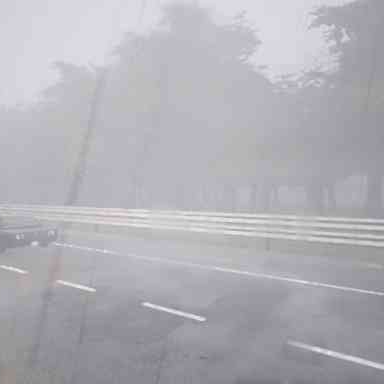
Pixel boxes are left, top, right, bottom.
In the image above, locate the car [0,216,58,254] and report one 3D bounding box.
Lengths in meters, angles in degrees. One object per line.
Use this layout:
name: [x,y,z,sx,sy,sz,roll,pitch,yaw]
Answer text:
car: [-7.628,1.629,13.619,4.718,1.301,1.895,0,0,36]
